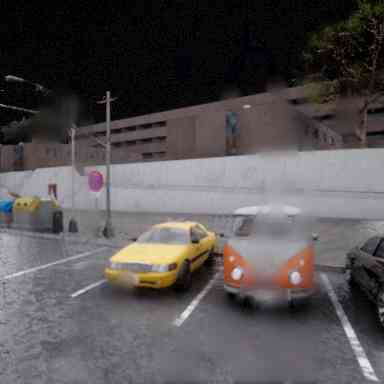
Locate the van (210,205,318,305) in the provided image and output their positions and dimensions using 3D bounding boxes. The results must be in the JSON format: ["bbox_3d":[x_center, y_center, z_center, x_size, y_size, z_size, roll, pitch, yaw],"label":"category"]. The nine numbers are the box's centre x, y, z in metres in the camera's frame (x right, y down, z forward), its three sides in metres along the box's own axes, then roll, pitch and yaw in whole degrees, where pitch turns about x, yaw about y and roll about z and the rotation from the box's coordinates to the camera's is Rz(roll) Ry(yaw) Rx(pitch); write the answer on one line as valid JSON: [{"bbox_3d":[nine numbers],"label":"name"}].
[{"bbox_3d":[1.877,1.302,8.012,1.878,1.987,4.442,0,-1,15],"label":"van"}]

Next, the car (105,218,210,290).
[{"bbox_3d":[-0.569,1.561,9.672,1.946,1.575,5.366,0,-1,15],"label":"car"}]

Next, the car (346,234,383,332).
[{"bbox_3d":[4.340,1.522,6.420,2.163,1.488,4.792,-1,-1,15],"label":"car"}]
